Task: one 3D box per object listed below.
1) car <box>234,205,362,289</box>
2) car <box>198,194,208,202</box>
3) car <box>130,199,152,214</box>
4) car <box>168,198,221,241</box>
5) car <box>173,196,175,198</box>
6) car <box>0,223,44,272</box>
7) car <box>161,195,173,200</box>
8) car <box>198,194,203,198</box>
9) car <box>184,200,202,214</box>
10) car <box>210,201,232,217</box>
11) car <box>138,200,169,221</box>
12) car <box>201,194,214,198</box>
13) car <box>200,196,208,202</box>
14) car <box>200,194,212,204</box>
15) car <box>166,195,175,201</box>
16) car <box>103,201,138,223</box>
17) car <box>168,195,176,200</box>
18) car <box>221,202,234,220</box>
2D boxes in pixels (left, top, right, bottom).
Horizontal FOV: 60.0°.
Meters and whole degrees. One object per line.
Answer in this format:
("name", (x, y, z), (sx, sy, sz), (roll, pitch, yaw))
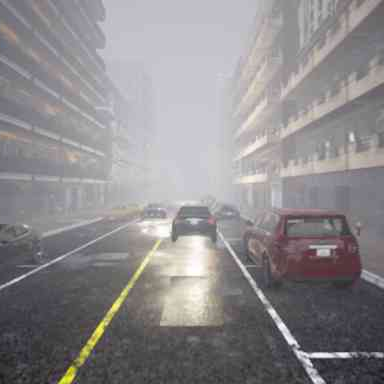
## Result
("car", (2.682, 1.321, 9.164), (2.192, 1.841, 5.009), (-1, 0, 0))
("car", (2.725, 1.393, 82.794), (2.192, 1.841, 5.009), (-1, 0, 0))
("car", (-5.679, 1.555, 37.352), (1.752, 1.417, 4.829), (-1, 0, 0))
("car", (0.104, 1.364, 16.819), (2.097, 1.767, 4.553), (0, 0, 0))
("car", (-5.652, 1.604, 82.662), (1.752, 1.417, 4.829), (-1, 0, 0))
("car", (-5.695, 1.573, 9.201), (1.947, 1.339, 4.313), (-1, 0, 0))
("car", (-5.659, 1.591, 71.335), (1.752, 1.417, 4.829), (-1, 0, 0))
("car", (2.712, 1.366, 60.139), (2.192, 1.841, 5.009), (-1, 0, 0))
("car", (0.123, 1.630, 37.427), (1.895, 1.301, 4.718), (0, 0, 0))
("car", (2.699, 1.607, 31.820), (1.802, 1.307, 4.206), (-1, 0, 0))
("car", (-3.076, 1.585, 27.534), (1.994, 1.385, 4.181), (0, 0, 0))
("car", (2.707, 1.480, 48.811), (1.967, 1.590, 4.097), (-1, 0, 0))
("car", (2.725, 1.597, 77.300), (1.752, 1.417, 4.829), (-1, 0, 0))
("car", (2.715, 1.373, 65.803), (2.192, 1.841, 5.009), (-1, 0, 0))
("car", (-5.649, 1.526, 88.496), (1.967, 1.590, 4.097), (-1, 0, 0))
("car", (-5.685, 1.546, 26.024), (1.752, 1.417, 4.829), (-1, 0, 0))
("car", (-5.644, 1.659, 94.160), (1.947, 1.339, 4.313), (-1, 0, 0))
("car", (2.695, 1.586, 26.156), (1.947, 1.339, 4.313), (-1, 0, 0))
